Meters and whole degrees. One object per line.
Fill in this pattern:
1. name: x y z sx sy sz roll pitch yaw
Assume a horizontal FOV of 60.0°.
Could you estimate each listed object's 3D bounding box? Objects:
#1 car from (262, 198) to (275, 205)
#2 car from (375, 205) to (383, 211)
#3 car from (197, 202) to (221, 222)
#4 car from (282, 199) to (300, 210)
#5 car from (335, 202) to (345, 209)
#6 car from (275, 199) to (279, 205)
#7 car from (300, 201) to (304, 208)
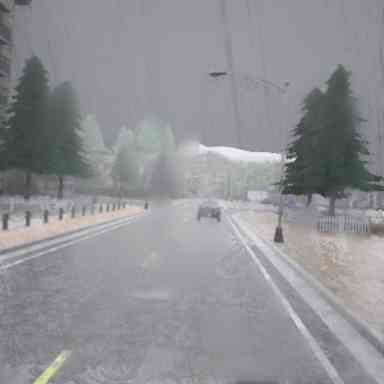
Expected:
1. car: 18.879 2.330 84.320 2.007 1.523 4.514 3 0 4
2. car: 43.252 3.641 75.006 2.007 1.523 4.514 3 0 4
3. car: 1.437 1.586 27.714 1.812 1.442 4.674 3 0 3
4. car: 17.151 2.284 58.343 1.845 1.501 3.633 3 0 4
5. car: 33.298 3.112 75.715 1.845 1.501 3.633 3 0 4
6. car: 22.008 2.494 84.163 2.152 1.636 5.027 3 0 4
7. car: 20.614 2.482 65.548 1.970 1.475 3.806 3 0 4
